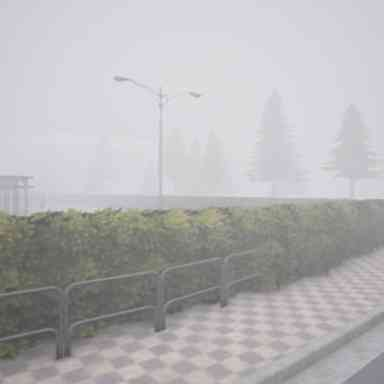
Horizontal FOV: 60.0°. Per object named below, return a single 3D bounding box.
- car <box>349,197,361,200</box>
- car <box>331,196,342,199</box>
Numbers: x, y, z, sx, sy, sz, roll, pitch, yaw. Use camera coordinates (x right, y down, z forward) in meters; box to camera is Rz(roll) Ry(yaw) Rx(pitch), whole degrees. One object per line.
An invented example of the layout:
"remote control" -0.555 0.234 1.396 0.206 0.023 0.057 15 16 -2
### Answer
"car" 35.154 1.805 72.636 1.895 1.301 4.718 0 0 5
"car" 35.994 1.756 82.578 1.895 1.301 4.718 0 0 5
